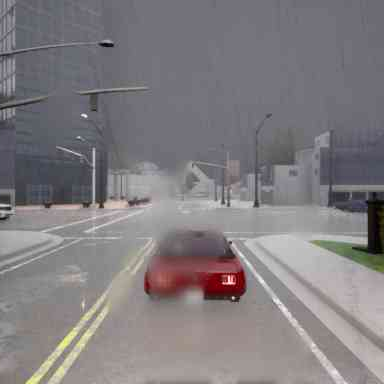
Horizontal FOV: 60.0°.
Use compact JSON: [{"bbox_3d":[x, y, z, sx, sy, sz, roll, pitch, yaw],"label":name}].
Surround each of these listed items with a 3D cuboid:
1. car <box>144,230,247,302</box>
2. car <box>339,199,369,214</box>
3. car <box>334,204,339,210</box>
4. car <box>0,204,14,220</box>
[{"bbox_3d":[0.072,1.601,8.208,1.895,1.301,4.718,0,0,0],"label":"car"},{"bbox_3d":[18.453,1.509,34.093,5.357,1.411,2.033,0,0,-1],"label":"car"},{"bbox_3d":[19.084,1.505,37.609,5.357,1.411,2.033,0,0,-1],"label":"car"},{"bbox_3d":[-17.335,1.339,26.611,5.566,2.045,2.150,-1,0,0],"label":"car"}]
